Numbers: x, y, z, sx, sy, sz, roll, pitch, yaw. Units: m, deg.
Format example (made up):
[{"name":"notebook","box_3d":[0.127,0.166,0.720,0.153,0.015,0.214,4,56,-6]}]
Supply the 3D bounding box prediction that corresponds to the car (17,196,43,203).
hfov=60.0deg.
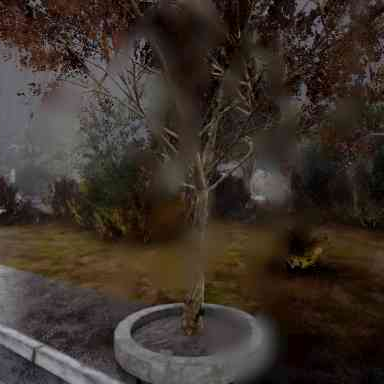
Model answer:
[{"name":"car","box_3d":[-22.051,1.216,44.885,2.033,1.411,5.357,1,0,32]}]
